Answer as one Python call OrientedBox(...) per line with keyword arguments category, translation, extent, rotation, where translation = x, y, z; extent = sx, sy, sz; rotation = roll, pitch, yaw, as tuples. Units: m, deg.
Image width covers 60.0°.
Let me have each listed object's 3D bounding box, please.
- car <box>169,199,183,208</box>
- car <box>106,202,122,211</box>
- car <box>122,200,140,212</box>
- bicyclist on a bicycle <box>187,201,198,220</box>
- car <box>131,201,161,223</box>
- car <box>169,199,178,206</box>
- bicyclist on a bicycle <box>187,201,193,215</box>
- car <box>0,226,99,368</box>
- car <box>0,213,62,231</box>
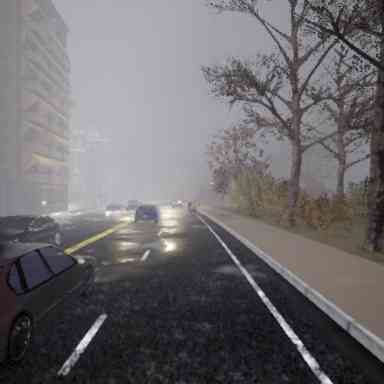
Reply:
OrientedBox(category="car", translation=(-2.712, 2.249, 61.244), extent=(1.895, 1.301, 4.718), rotation=(0, -1, -5))
OrientedBox(category="car", translation=(-11.708, 2.156, 50.484), extent=(1.895, 1.301, 4.718), rotation=(0, -1, -4))
OrientedBox(category="car", translation=(-8.246, 1.868, 47.288), extent=(2.097, 1.767, 4.553), rotation=(0, -1, -4))
OrientedBox(category="bicyclist on a bicycle", translation=(0.181, 1.765, 30.781), extent=(0.866, 1.612, 1.509), rotation=(0, -1, -3))
OrientedBox(category="car", translation=(-3.781, 1.790, 28.681), extent=(1.882, 1.535, 5.008), rotation=(0, -1, -2))
OrientedBox(category="car", translation=(-4.183, 2.320, 75.735), extent=(1.812, 1.442, 4.674), rotation=(0, -1, -6))
OrientedBox(category="bicyclist on a bicycle", translation=(-0.262, 1.872, 39.440), extent=(0.582, 1.620, 1.656), rotation=(0, -1, -3))
OrientedBox(category="car", translation=(-3.188, 1.615, 5.773), extent=(2.033, 1.411, 5.357), rotation=(0, -1, -1))
OrientedBox(category="car", translation=(-6.753, 1.657, 13.225), extent=(1.837, 1.490, 4.892), rotation=(0, -1, -1))
